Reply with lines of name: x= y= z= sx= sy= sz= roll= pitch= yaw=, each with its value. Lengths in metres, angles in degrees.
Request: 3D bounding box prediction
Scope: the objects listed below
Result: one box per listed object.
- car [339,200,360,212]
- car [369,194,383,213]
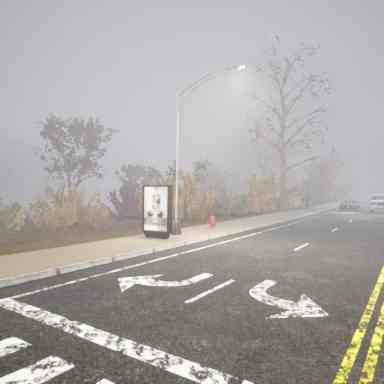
car: x=18.795 y=1.602 z=39.607 sx=1.994 sy=1.385 sz=4.181 roll=0 pitch=0 yaw=31
car: x=21.577 y=1.262 z=37.926 sx=2.150 sy=2.045 sz=5.566 roll=0 pitch=0 yaw=31
